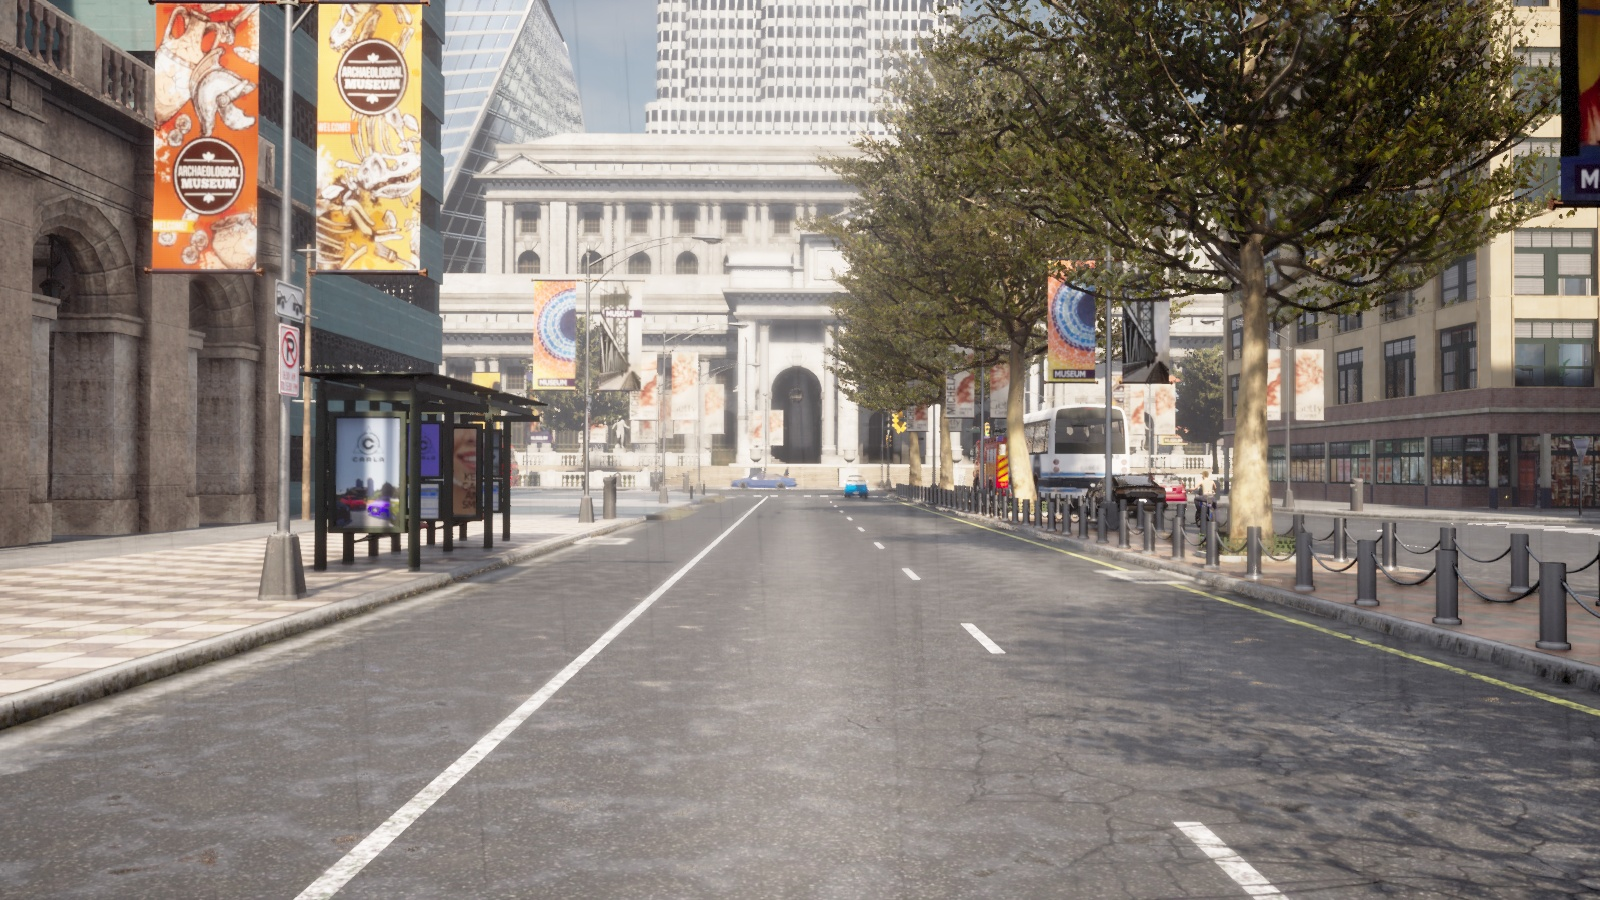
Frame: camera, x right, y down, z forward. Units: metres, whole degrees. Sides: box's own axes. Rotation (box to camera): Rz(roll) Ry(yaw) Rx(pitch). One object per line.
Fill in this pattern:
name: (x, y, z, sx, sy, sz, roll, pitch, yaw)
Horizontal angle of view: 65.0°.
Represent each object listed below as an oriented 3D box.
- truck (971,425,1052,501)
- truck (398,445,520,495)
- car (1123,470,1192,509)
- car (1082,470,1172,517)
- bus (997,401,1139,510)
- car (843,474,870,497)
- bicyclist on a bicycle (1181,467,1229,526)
truck: (11.273, 0.738, 67.675, 2.891, 3.827, 8.468, 0, -1, 0)
truck: (-24.316, 1.436, 89.897, 7.936, 3.462, 2.891, 0, -1, 0)
car: (14.863, 1.612, 52.410, 1.789, 1.549, 3.705, 0, -1, 0)
car: (11.386, 1.485, 44.090, 1.882, 1.535, 5.008, 0, -1, 0)
bus: (11.353, 0.307, 54.591, 3.944, 4.253, 10.273, 0, -1, 0)
car: (3.332, 2.103, 74.446, 1.481, 1.376, 2.207, 0, -1, 0)
bicyclist on a bicycle: (11.415, 1.299, 35.423, 0.866, 1.612, 1.509, 0, -1, 0)
